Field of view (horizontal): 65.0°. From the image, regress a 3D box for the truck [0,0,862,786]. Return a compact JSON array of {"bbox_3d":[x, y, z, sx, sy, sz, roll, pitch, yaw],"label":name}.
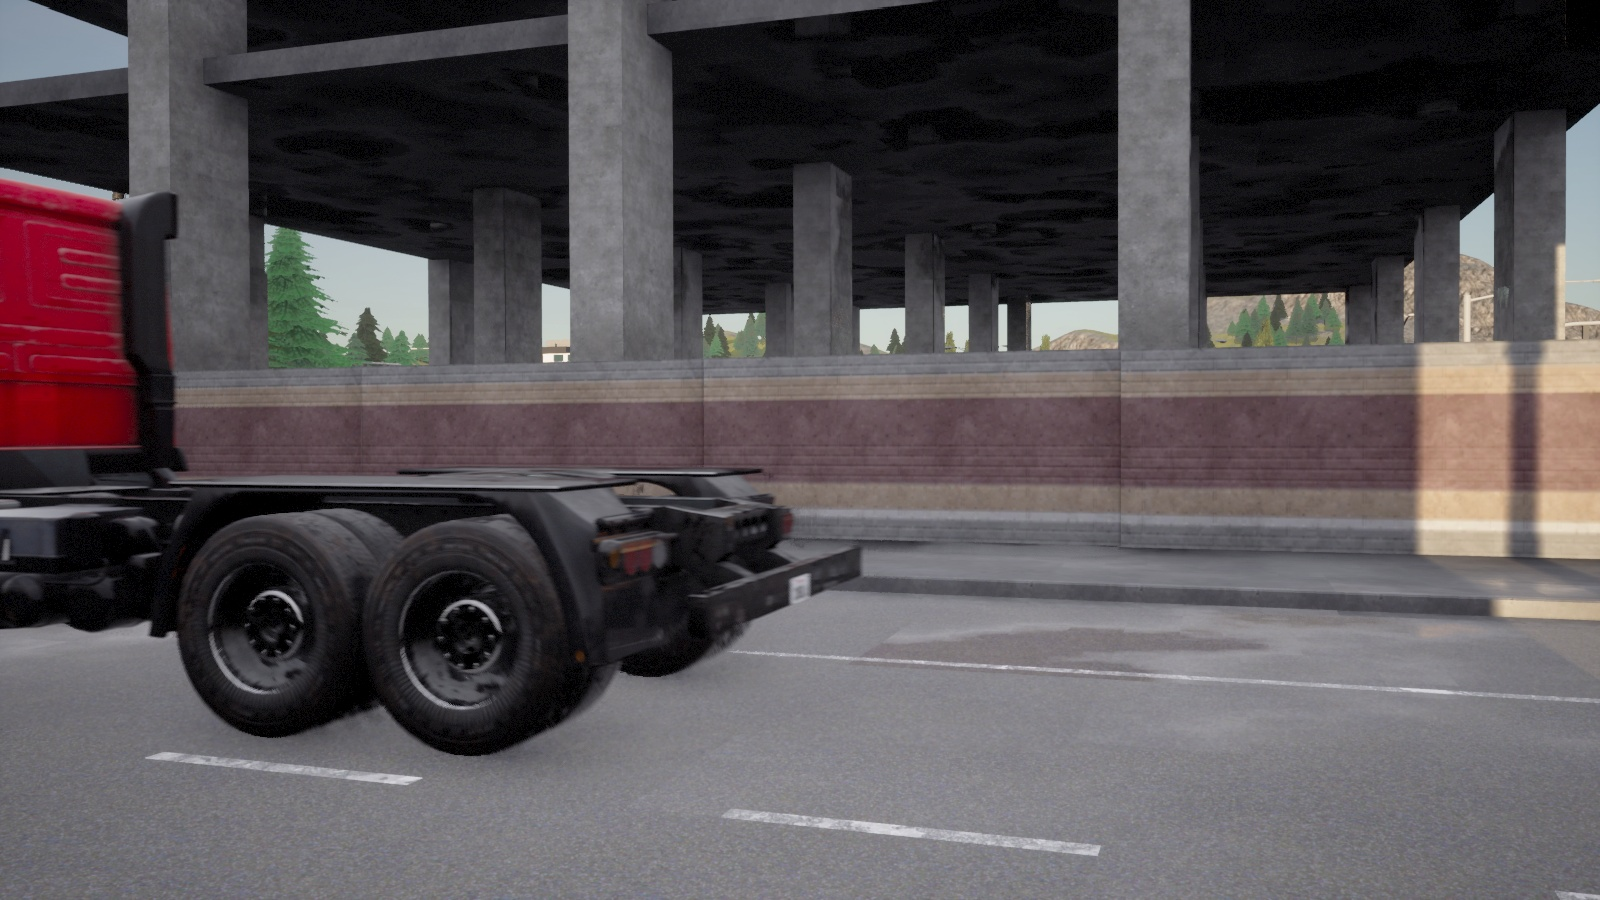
[{"bbox_3d":[-3.824,-0.300,8.163,7.936,3.462,2.891,1,1,19],"label":"truck"}]
